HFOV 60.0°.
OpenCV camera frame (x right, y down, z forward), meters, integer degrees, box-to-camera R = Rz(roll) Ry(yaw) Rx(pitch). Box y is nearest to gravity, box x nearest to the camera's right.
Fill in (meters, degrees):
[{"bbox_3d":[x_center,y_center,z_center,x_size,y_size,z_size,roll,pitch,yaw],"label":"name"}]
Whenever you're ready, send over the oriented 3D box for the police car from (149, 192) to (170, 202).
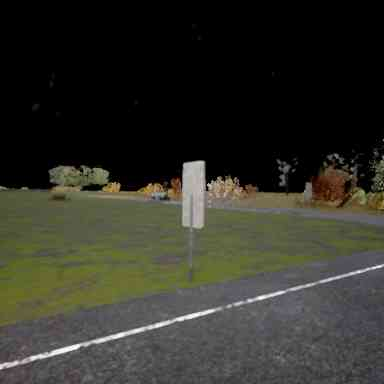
[{"bbox_3d":[-5.236,0.739,54.283,1.930,1.638,5.238,1,0,-32],"label":"police car"}]
